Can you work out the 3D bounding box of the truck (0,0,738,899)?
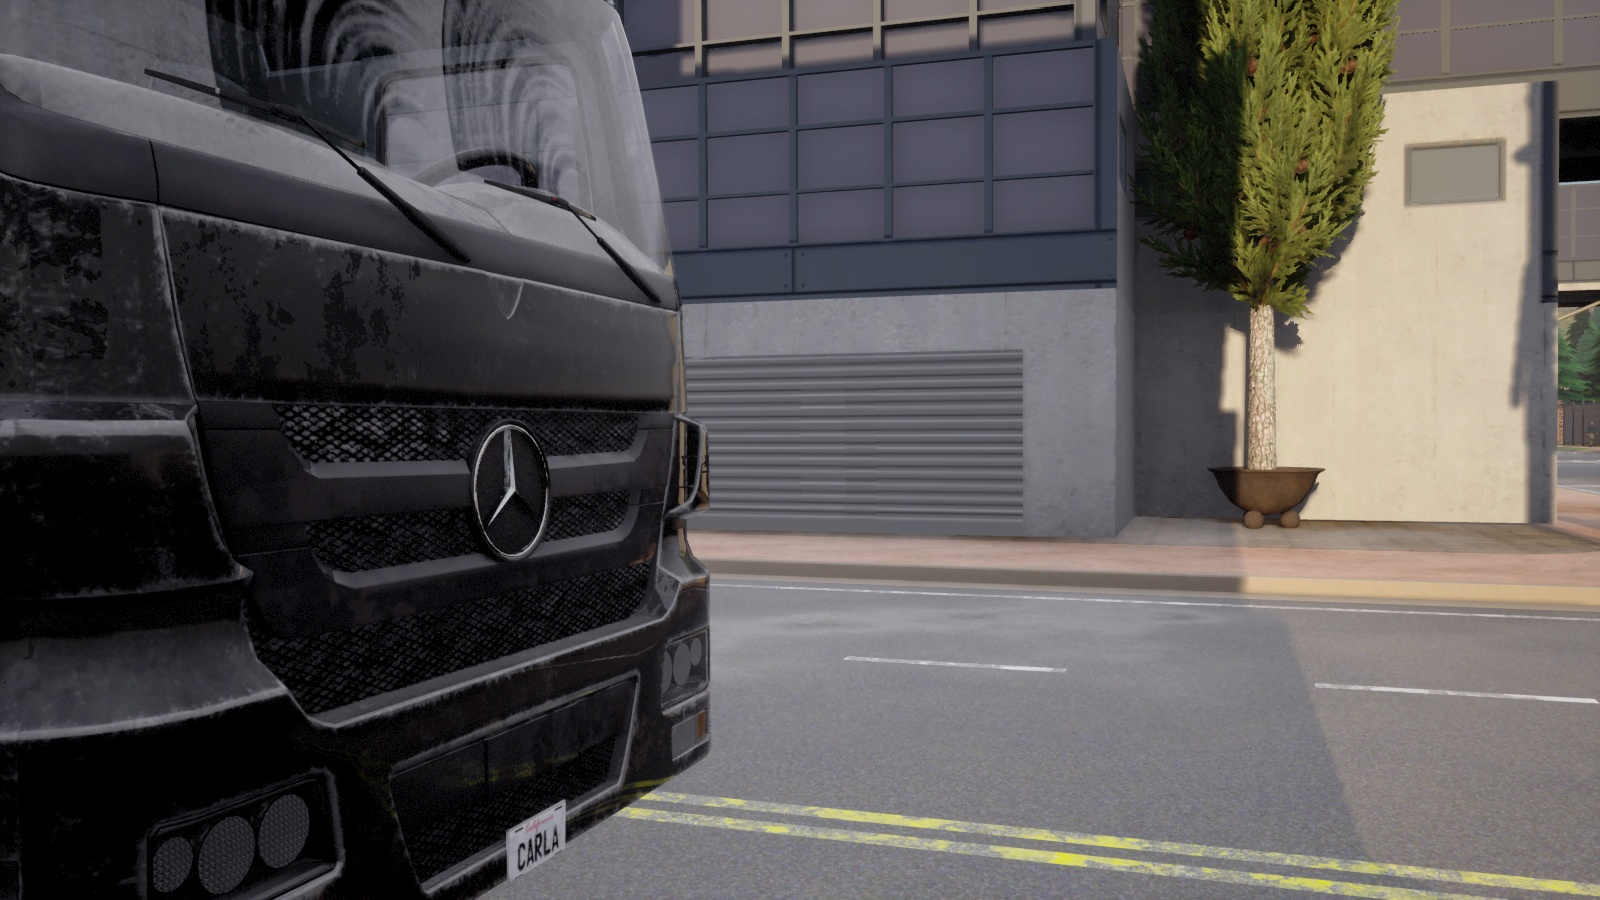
[{"bbox_3d":[-4.464,-0.248,4.736,7.936,3.462,2.891,1,1,20],"label":"truck"}]
